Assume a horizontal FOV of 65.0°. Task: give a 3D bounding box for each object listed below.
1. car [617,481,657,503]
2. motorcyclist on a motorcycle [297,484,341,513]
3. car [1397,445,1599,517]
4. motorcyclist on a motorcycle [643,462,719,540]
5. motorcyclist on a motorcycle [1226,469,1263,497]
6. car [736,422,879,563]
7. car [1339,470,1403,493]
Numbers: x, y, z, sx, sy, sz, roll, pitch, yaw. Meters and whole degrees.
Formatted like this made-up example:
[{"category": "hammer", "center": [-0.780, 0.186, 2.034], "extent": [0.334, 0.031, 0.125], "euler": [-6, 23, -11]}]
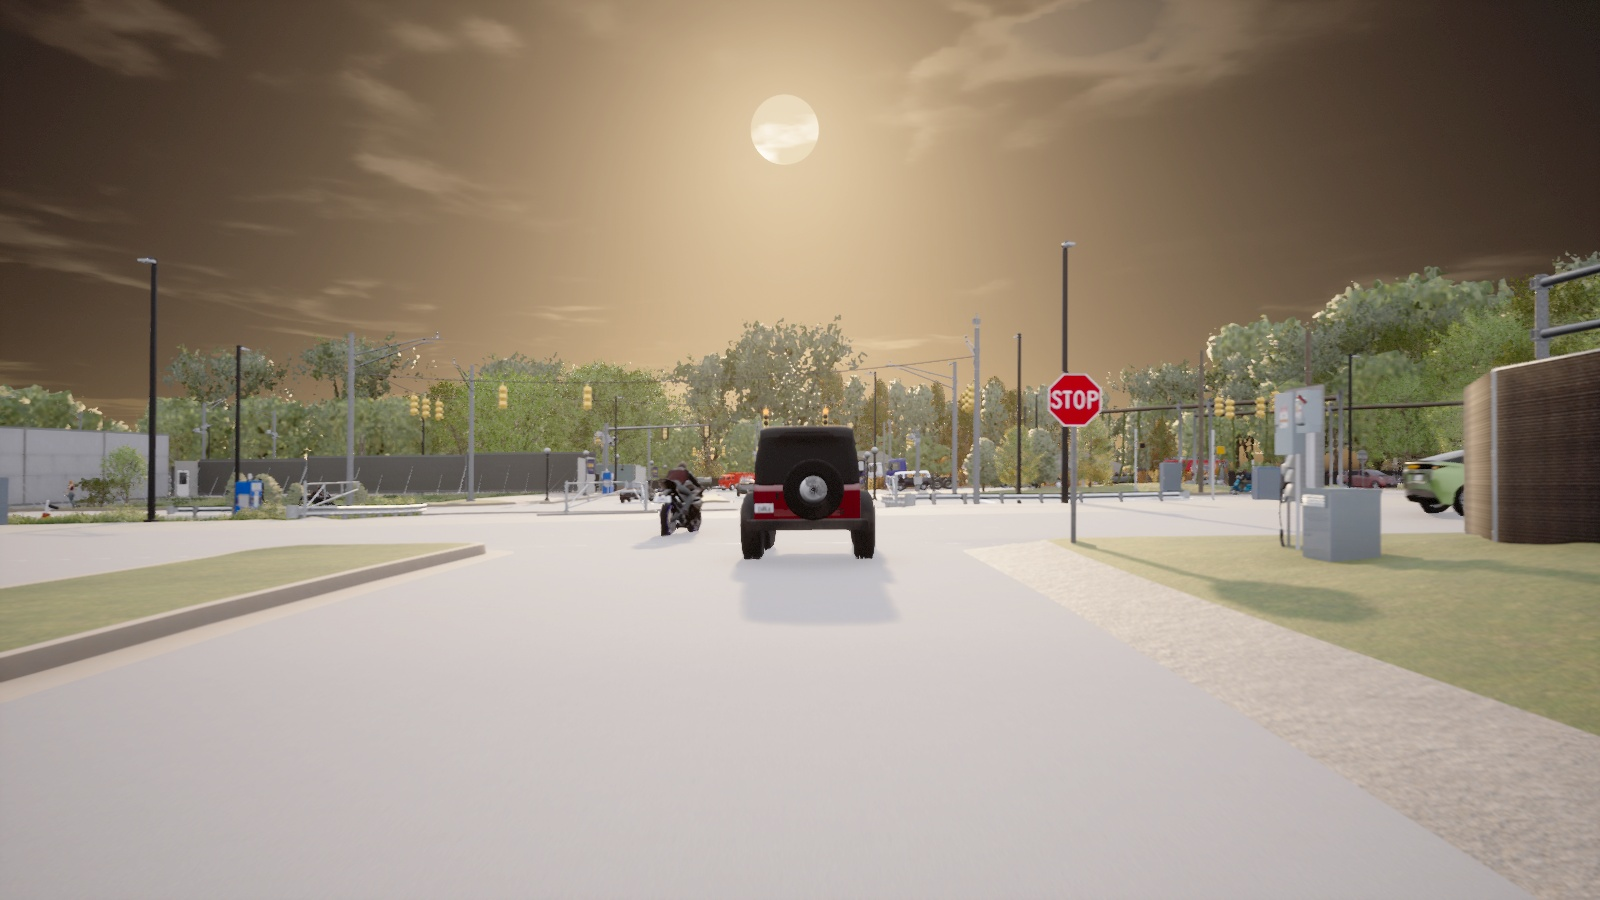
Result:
[{"category": "car", "center": [-11.075, 2.860, 85.611], "extent": [2.033, 1.411, 5.357], "euler": [-1, -1, 0]}, {"category": "motorcyclist on a motorcycle", "center": [-25.554, 2.592, 66.774], "extent": [2.044, 1.523, 0.797], "euler": [0, -1, 1]}, {"category": "car", "center": [16.165, 0.675, 28.199], "extent": [4.514, 1.525, 2.007], "euler": [-1, -1, 1]}, {"category": "motorcyclist on a motorcycle", "center": [-2.416, 1.014, 25.820], "extent": [0.866, 1.530, 2.191], "euler": [0, -1, 15]}, {"category": "motorcyclist on a motorcycle", "center": [25.955, 1.919, 73.358], "extent": [1.817, 1.590, 0.866], "euler": [-1, -1, 0]}, {"category": "car", "center": [0.174, 0.610, 18.811], "extent": [1.905, 1.878, 3.866], "euler": [-1, -1, 2]}, {"category": "car", "center": [38.998, 2.149, 85.794], "extent": [1.845, 1.501, 3.633], "euler": [1, -3, -24]}]
